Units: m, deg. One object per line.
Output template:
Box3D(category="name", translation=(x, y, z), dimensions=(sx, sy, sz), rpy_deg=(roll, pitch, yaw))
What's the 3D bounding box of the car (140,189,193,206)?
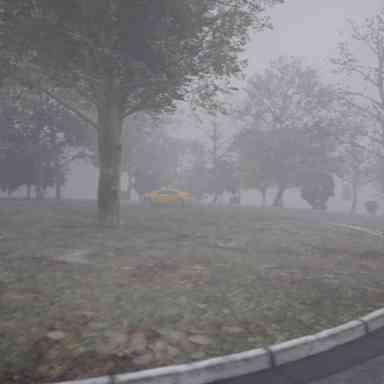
Box3D(category="car", translation=(-2.387, 0.479, 31.361), dimensions=(5.008, 1.535, 1.882), rpy_deg=(2, 1, 9))
